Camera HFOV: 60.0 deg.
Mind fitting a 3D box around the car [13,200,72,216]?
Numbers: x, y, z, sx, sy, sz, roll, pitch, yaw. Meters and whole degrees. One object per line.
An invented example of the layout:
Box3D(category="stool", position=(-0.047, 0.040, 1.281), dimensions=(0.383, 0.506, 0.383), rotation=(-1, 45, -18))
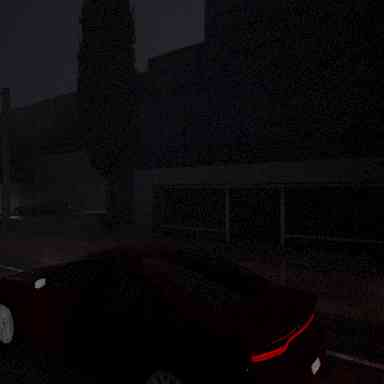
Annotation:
Box3D(category="car", position=(-14.686, 1.547, 32.988), dimensions=(2.033, 1.411, 5.357), rotation=(0, 0, 36))

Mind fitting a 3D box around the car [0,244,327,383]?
Box3D(category="car", position=(-0.846, 1.478, 4.589), dimensions=(5.008, 1.535, 1.882), rotation=(0, 0, 35))
